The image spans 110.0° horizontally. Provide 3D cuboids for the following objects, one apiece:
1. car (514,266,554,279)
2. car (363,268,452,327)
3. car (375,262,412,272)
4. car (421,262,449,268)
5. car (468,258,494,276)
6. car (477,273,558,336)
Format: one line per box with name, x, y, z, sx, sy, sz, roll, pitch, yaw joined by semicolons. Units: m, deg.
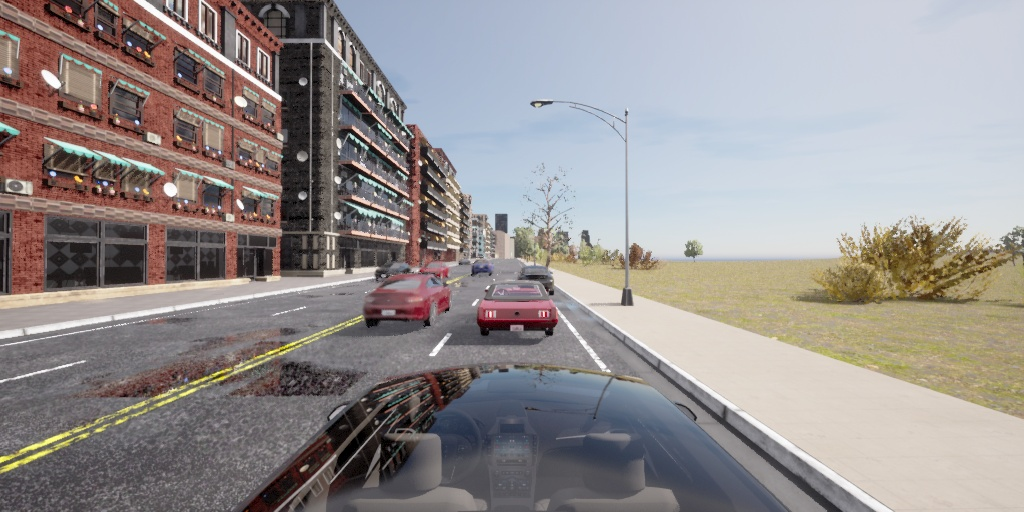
car;1.208;1.258;19.568;1.837;1.490;4.892;0;0;0
car;-3.115;1.278;11.376;1.812;1.442;4.674;0;0;0
car;-9.739;1.231;29.750;1.882;1.535;5.008;0;0;0
car;-6.487;1.231;30.140;1.882;1.535;5.008;0;0;0
car;-3.005;1.105;37.713;2.097;1.767;4.553;0;0;0
car;0.133;1.353;10.367;1.895;1.301;4.718;0;0;0
